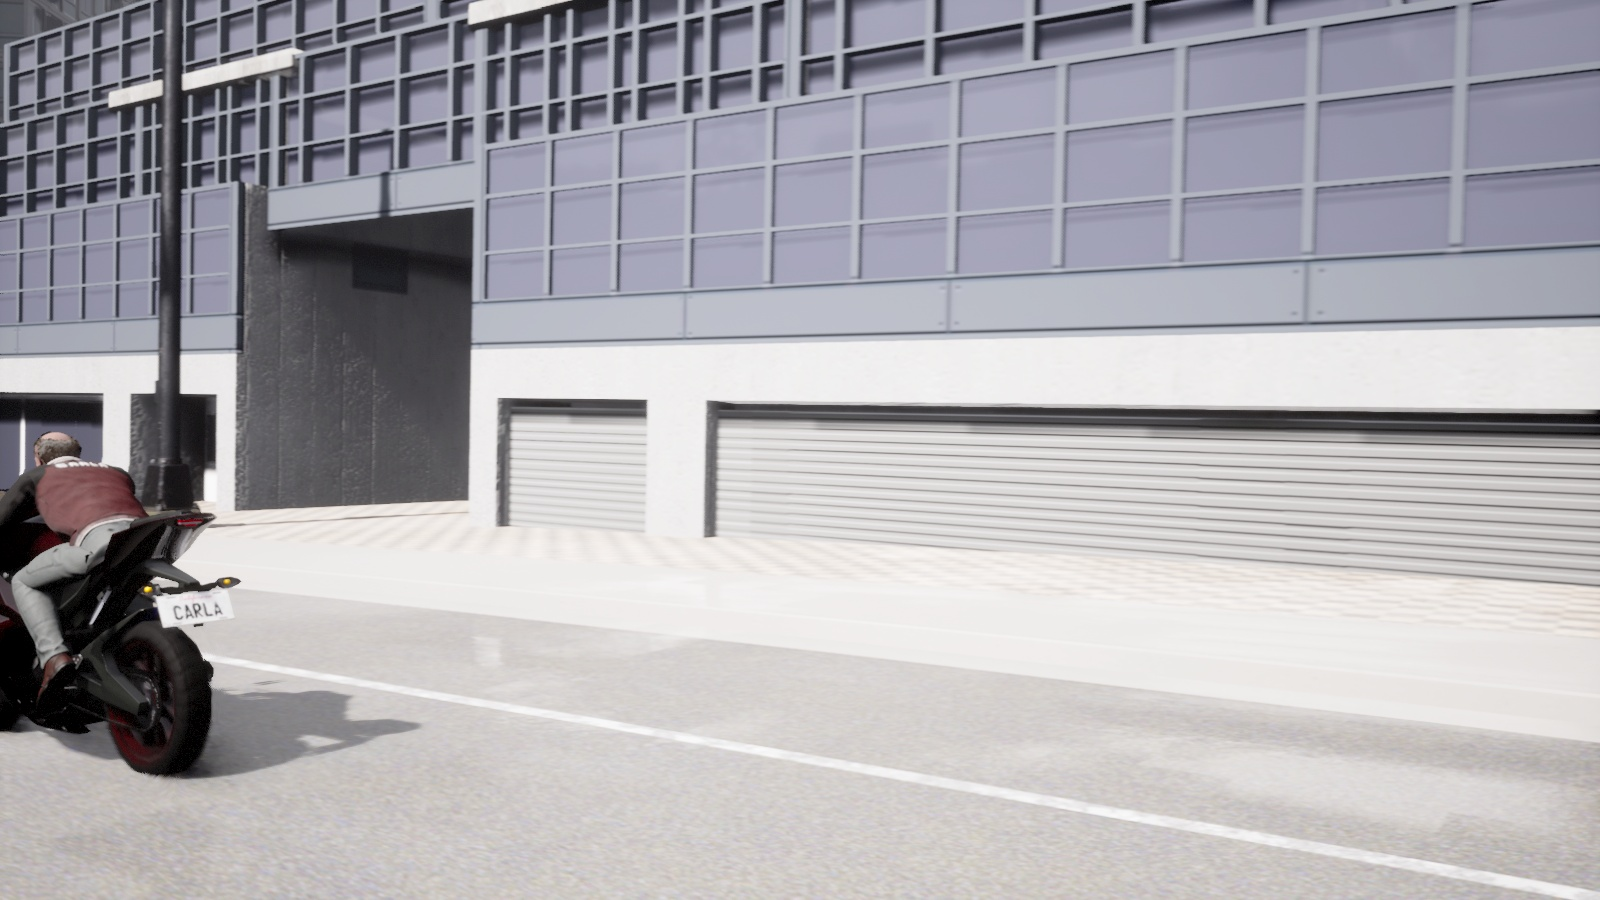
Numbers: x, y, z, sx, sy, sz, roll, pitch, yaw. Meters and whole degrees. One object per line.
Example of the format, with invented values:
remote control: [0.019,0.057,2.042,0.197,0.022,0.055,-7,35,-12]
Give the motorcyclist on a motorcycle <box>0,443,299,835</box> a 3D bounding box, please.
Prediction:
motorcyclist on a motorcycle: [-3.423,0.755,5.899,2.191,1.530,0.866,-1,1,34]
